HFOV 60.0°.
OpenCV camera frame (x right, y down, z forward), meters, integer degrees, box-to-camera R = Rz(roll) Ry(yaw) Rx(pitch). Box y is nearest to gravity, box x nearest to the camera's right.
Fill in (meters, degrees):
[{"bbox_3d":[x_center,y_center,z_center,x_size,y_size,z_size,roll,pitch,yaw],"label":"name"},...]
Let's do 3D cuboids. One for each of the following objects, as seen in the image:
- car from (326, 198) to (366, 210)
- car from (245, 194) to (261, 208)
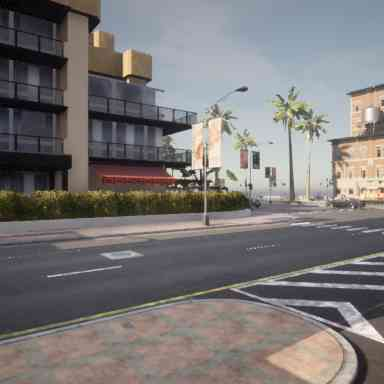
[{"bbox_3d":[19.782,1.491,42.984,2.128,1.511,4.902,0,0,-35],"label":"car"},{"bbox_3d":[7.433,1.221,48.093,2.150,2.045,5.566,0,0,-35],"label":"car"}]
